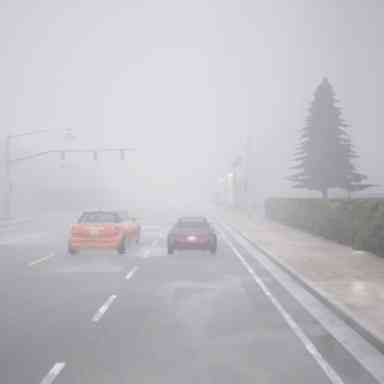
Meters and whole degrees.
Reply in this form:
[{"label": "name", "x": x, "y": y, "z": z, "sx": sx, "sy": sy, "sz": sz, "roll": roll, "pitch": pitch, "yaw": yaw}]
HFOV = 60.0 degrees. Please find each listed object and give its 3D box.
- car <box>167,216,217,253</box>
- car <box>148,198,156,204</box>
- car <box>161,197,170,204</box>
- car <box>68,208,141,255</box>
[{"label": "car", "x": 0.011, "y": 1.699, "z": 14.250, "sx": 1.994, "sy": 1.385, "sz": 4.181, "roll": 0, "pitch": 0, "yaw": 0}, {"label": "car", "x": -10.458, "y": 2.342, "z": 87.154, "sx": 2.128, "sy": 1.511, "sz": 4.902, "roll": 0, "pitch": -1, "yaw": 0}, {"label": "car", "x": -6.958, "y": 2.172, "z": 87.184, "sx": 2.097, "sy": 1.767, "sz": 4.553, "roll": 0, "pitch": -1, "yaw": 0}, {"label": "car", "x": -3.490, "y": 1.483, "z": 14.081, "sx": 2.097, "sy": 1.767, "sz": 4.553, "roll": 0, "pitch": -1, "yaw": 0}]
